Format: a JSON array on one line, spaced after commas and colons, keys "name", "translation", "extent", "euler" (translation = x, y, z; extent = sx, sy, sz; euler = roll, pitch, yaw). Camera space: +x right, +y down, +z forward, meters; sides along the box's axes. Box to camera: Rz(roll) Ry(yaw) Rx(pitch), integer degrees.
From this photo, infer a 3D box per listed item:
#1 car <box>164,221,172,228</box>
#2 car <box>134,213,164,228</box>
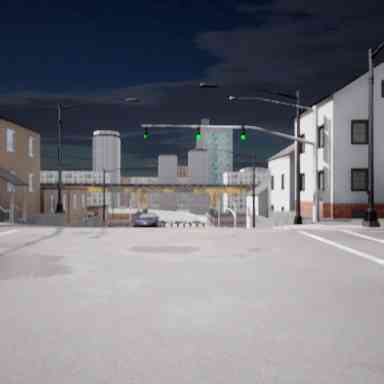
[{"name": "car", "translation": [-3.798, 4.598, 40.043], "extent": [1.994, 1.385, 4.181], "euler": [0, -14, -1]}, {"name": "car", "translation": [-3.645, 2.489, 27.988], "extent": [1.812, 1.442, 4.674], "euler": [0, -8, 0]}]
